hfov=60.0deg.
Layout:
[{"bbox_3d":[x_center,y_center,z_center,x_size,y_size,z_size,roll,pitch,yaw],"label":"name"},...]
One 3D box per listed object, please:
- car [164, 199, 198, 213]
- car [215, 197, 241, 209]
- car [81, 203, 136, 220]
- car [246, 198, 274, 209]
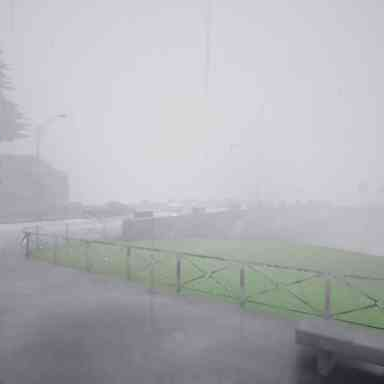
[{"bbox_3d":[-1.156,1.526,36.961,1.812,1.442,4.674,0,0,35],"label":"car"},{"bbox_3d":[4.901,1.491,45.437,2.128,1.511,4.902,0,0,36],"label":"car"},{"bbox_3d":[-7.123,1.601,28.598,1.895,1.301,4.718,0,0,35],"label":"car"},{"bbox_3d":[9.035,1.547,44.033,2.033,1.411,5.357,0,0,35],"label":"car"}]
